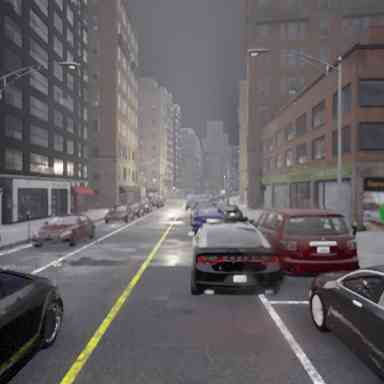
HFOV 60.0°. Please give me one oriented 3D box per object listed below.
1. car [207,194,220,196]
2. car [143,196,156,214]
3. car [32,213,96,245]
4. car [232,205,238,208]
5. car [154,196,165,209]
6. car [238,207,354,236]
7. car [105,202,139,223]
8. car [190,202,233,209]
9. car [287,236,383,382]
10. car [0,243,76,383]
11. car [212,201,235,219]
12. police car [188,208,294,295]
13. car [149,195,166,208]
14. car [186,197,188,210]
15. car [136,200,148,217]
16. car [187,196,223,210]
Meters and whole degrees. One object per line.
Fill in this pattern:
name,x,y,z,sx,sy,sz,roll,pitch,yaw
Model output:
car,6.004,1.815,92.511,1.947,1.339,4.313,0,0,9
car,-5.573,1.570,37.185,1.967,1.590,4.097,-1,0,0
car,-5.632,1.638,15.154,1.802,1.307,4.206,-1,0,0
car,2.923,1.661,26.159,1.947,1.339,4.313,-1,0,0
car,-5.544,1.477,48.201,2.192,1.841,5.009,-1,0,0
car,2.875,1.352,9.641,2.192,1.841,5.009,-1,0,0
car,-5.602,1.676,26.169,1.802,1.307,4.206,-1,0,0
car,0.952,1.548,18.819,1.882,1.535,5.008,0,0,0
car,2.862,1.567,4.134,2.008,1.369,4.403,-1,0,0
car,-2.990,1.577,3.507,1.994,1.385,4.181,0,0,0
car,2.939,1.639,31.835,1.752,1.417,4.829,-1,0,0
police car,0.925,1.459,8.929,1.930,1.638,5.238,0,0,0
car,-5.529,1.492,53.709,2.192,1.841,5.009,-1,0,0
car,0.151,1.716,44.736,1.994,1.385,4.181,0,0,0
car,-5.587,1.694,31.677,1.802,1.307,4.206,-1,0,0
car,0.908,1.442,24.790,2.097,1.767,4.553,0,0,0
